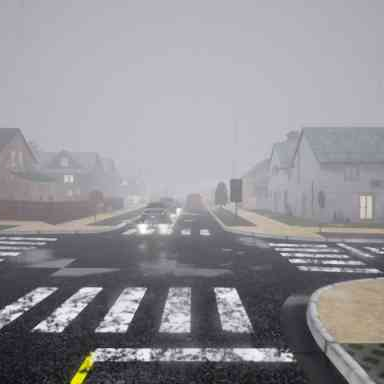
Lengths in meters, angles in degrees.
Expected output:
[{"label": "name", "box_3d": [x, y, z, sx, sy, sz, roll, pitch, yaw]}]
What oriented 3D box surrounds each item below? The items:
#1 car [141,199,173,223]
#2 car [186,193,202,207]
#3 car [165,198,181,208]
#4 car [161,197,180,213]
[{"label": "car", "box_3d": [-2.772, 1.518, 25.899, 1.812, 1.442, 4.674, 0, 0, 0]}, {"label": "car", "box_3d": [0.248, 1.197, 49.599, 2.150, 2.045, 5.566, 0, 0, 0]}, {"label": "car", "box_3d": [-2.695, 1.578, 47.978, 1.895, 1.301, 4.718, 0, 0, 0]}, {"label": "car", "box_3d": [-2.739, 1.339, 36.120, 2.097, 1.767, 4.553, 0, 0, 0]}]
